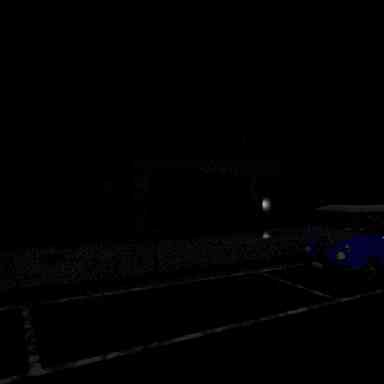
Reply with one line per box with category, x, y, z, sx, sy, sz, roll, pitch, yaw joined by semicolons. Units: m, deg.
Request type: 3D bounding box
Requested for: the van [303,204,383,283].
van;4.840;1.227;8.970;3.998;1.788;1.690;0;1;-29
